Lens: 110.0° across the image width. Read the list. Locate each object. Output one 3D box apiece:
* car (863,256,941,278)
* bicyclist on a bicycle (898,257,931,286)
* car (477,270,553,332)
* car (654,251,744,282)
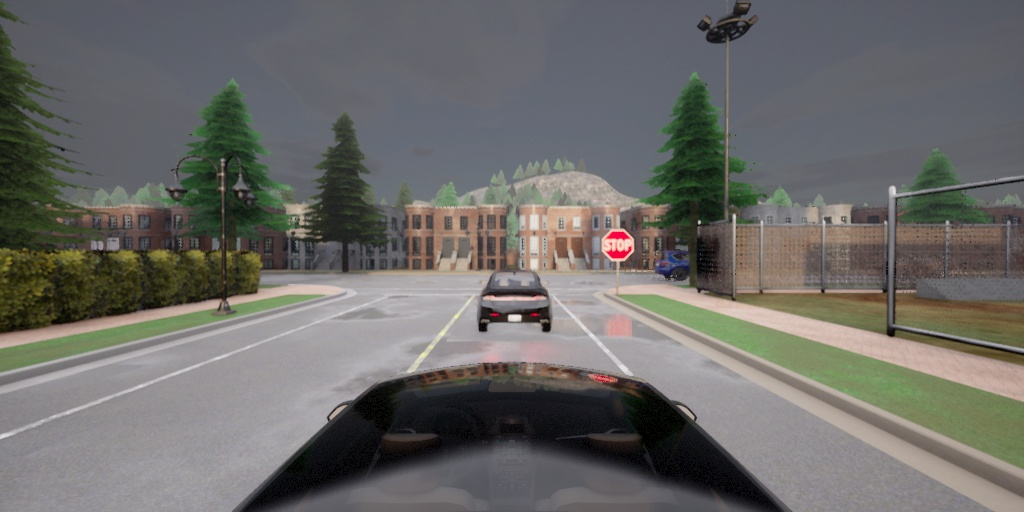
[{"bbox_3d":[30.777,0.795,28.391,4.553,1.767,2.097,0,1,0],"label":"car"},{"bbox_3d":[21.730,0.843,19.361,0.582,1.620,1.656,0,0,0],"label":"bicyclist on a bicycle"},{"bbox_3d":[0.076,1.148,10.412,2.128,1.511,4.902,0,1,0],"label":"car"},{"bbox_3d":[12.858,0.702,24.915,5.566,2.045,2.150,0,1,4],"label":"car"}]
